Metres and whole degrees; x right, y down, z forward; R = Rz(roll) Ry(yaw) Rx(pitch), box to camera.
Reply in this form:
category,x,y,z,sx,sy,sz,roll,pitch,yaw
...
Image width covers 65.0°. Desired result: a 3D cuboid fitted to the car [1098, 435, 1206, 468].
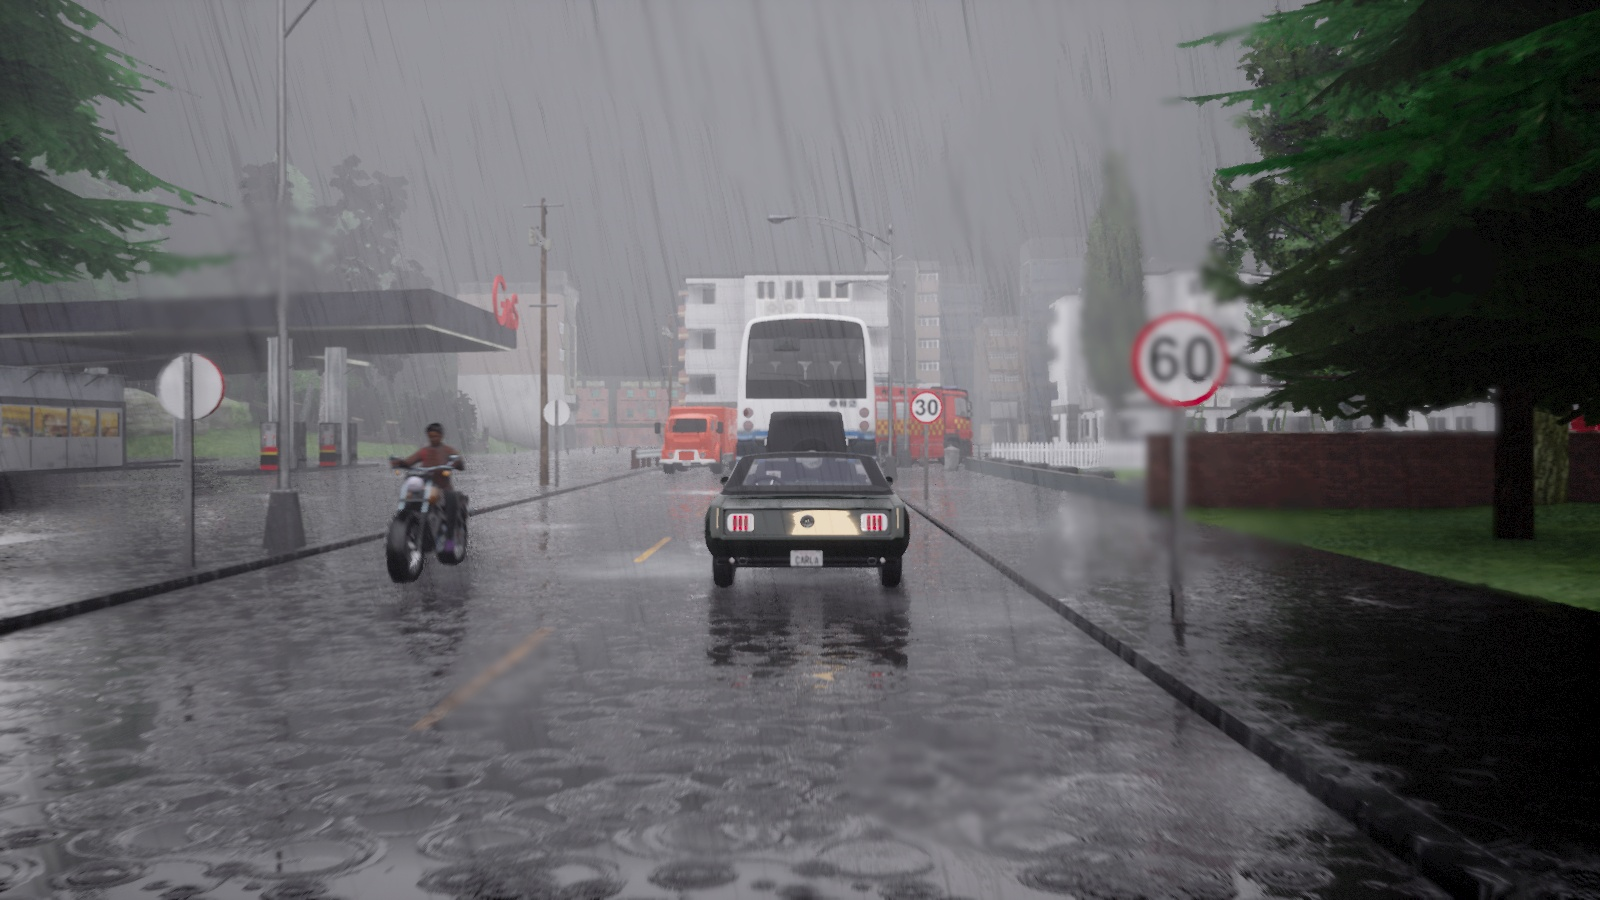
category,x,y,z,sx,sy,sz,roll,pitch,yaw
car,15.354,0.057,54.999,4.181,1.385,1.994,0,1,1

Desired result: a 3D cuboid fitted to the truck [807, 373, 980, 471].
category,x,y,z,sx,sy,sz,roll,pitch,yaw
truck,4.134,-1.160,53.623,2.891,3.827,8.468,1,1,41

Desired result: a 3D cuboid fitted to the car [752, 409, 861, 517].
category,x,y,z,sx,sy,sz,roll,pitch,yaw
car,0.117,0.208,23.876,1.905,1.878,3.866,0,1,0

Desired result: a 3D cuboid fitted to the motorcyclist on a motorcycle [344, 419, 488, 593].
category,x,y,z,sx,sy,sz,roll,pitch,yaw
motorcyclist on a motorcycle,-3.927,0.511,13.062,0.766,1.649,2.350,0,1,0

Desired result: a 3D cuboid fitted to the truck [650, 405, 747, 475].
category,x,y,z,sx,sy,sz,roll,pitch,yaw
truck,-3.704,-0.398,47.013,2.627,2.467,5.204,0,1,7

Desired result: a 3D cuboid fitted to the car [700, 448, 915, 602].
category,x,y,z,sx,sy,sz,roll,pitch,yaw
car,0.075,0.658,13.474,1.895,1.301,4.718,0,1,0

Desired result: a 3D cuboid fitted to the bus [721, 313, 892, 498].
category,x,y,z,sx,sy,sz,roll,pitch,yaw
bus,0.160,-1.105,34.058,3.944,4.253,10.273,0,1,0
